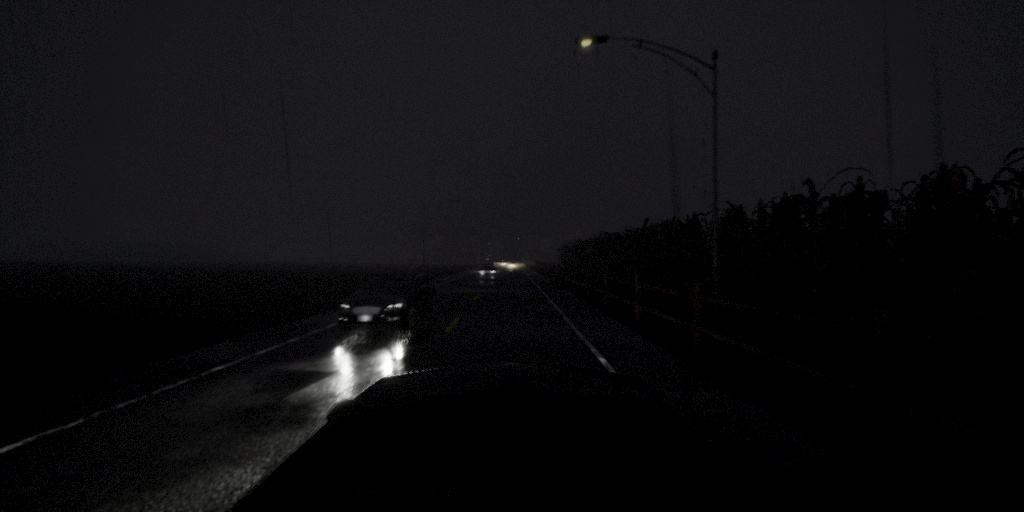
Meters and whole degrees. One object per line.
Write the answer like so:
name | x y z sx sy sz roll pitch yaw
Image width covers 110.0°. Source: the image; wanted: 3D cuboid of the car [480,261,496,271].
car | -3.552 1.420 53.619 1.812 1.442 4.674 0 0 0

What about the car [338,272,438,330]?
car | -3.599 1.270 11.238 2.128 1.511 4.902 0 0 0
